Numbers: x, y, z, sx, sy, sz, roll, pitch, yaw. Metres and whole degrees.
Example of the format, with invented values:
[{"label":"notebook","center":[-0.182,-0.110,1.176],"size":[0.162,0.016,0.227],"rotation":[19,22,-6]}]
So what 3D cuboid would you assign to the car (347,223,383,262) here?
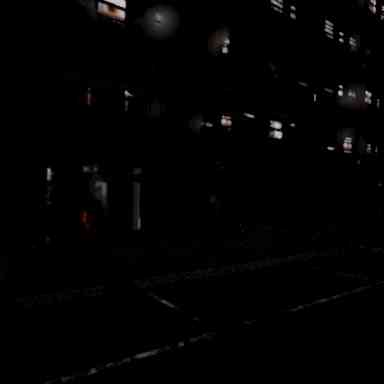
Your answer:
[{"label":"car","center":[7.195,1.725,11.683],"size":[4.206,1.307,1.802],"rotation":[1,0,-35]}]
